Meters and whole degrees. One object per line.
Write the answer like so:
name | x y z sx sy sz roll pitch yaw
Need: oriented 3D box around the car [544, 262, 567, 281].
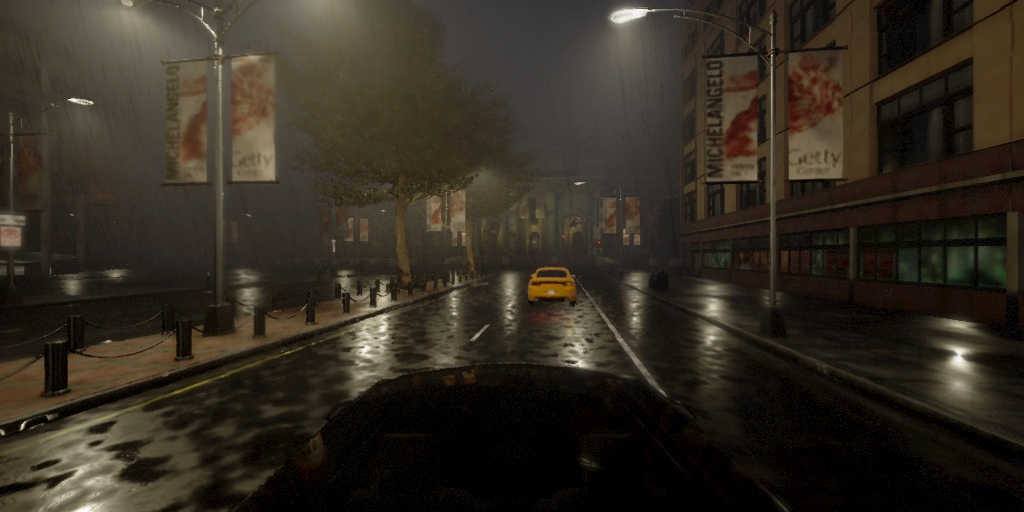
car | 3.777 1.282 30.891 1.812 1.442 4.674 0 0 8

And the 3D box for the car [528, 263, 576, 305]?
car | 1.816 1.234 16.019 1.882 1.535 5.008 0 0 8
